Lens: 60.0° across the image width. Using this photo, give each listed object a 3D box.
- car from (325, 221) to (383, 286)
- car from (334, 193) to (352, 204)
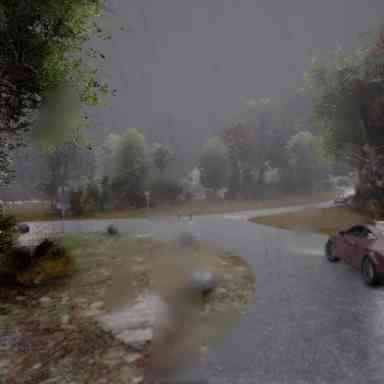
[{"bbox_3d":[5.272,1.529,9.247,1.812,1.442,4.674,-1,0,5],"label":"car"},{"bbox_3d":[28.631,1.495,63.573,1.994,1.385,4.181,-1,1,35],"label":"car"}]
